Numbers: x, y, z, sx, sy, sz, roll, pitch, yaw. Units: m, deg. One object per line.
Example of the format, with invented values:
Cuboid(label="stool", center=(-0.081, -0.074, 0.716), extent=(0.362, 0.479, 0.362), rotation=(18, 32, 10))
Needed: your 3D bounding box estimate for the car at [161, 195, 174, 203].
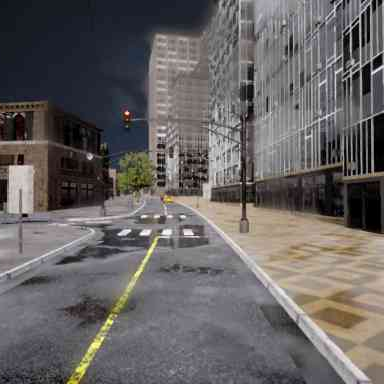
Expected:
Cuboid(label="car", center=(-4.847, 1.465, 68.185), extent=(1.882, 1.535, 5.008), rotation=(0, 0, -8))
